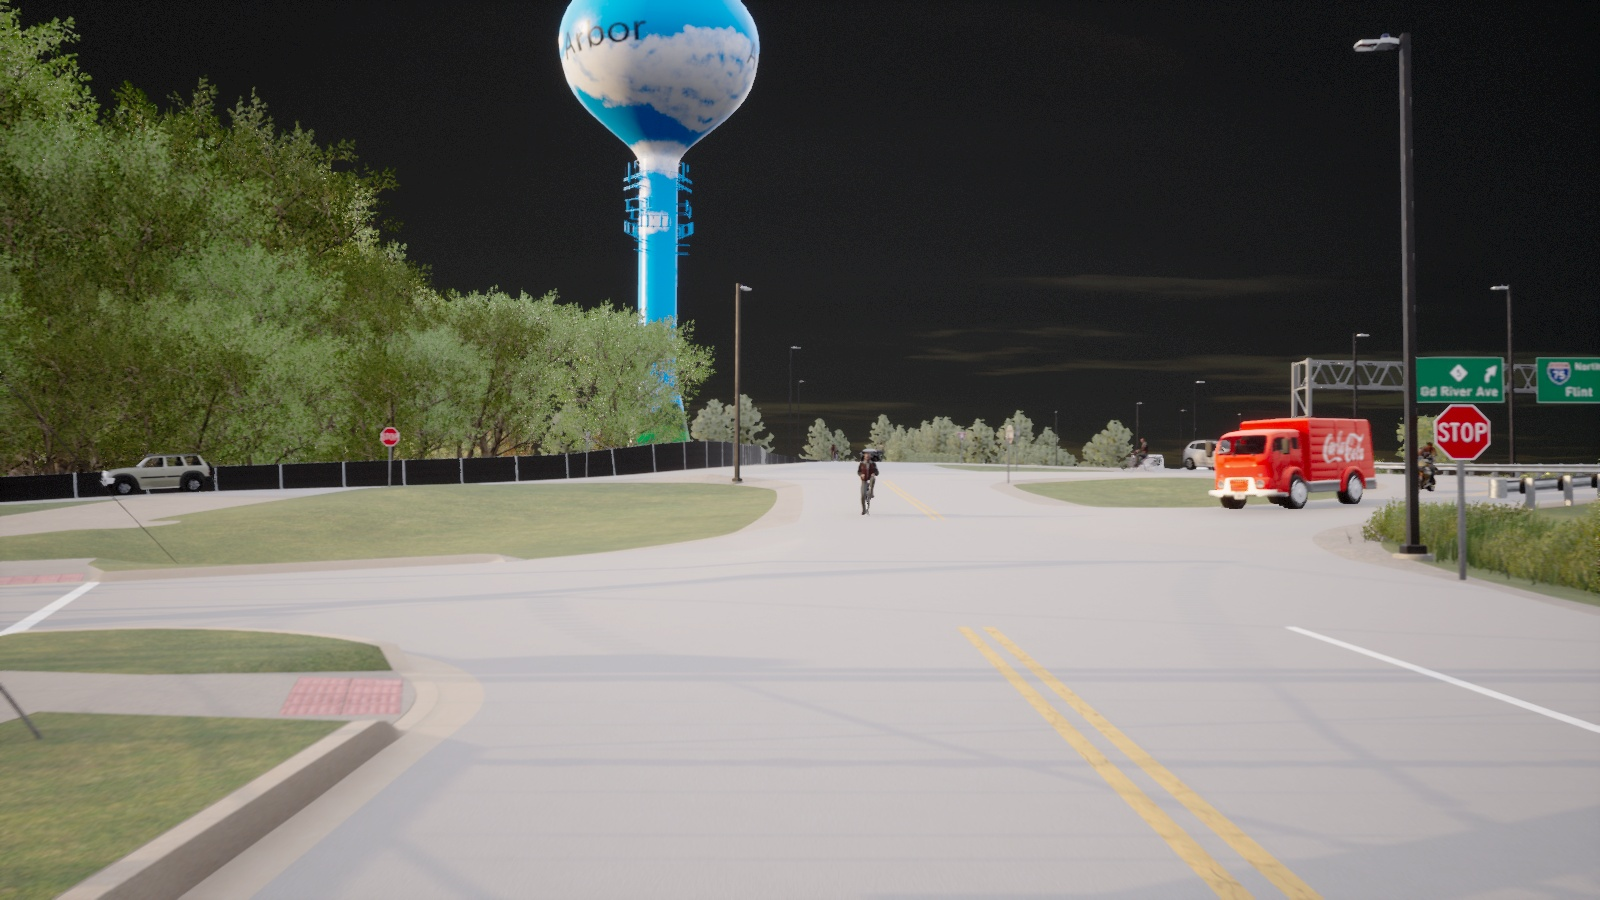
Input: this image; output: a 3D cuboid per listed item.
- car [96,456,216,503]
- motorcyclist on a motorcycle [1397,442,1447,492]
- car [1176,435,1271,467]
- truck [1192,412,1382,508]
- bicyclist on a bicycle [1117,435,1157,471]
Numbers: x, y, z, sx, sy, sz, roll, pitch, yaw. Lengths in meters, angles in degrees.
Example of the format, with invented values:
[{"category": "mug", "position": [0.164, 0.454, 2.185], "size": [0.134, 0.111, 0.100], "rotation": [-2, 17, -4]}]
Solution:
[{"category": "car", "position": [-29.510, 1.337, 57.597], "size": [4.605, 1.855, 1.932], "rotation": [-3, 0, -36]}, {"category": "motorcyclist on a motorcycle", "position": [20.429, 0.538, 41.239], "size": [0.866, 1.530, 2.191], "rotation": [-3, 0, 42]}, {"category": "car", "position": [22.785, 0.040, 67.727], "size": [2.242, 1.667, 4.611], "rotation": [0, 0, -26]}, {"category": "truck", "position": [13.756, 0.266, 35.354], "size": [5.204, 2.467, 2.627], "rotation": [-1, -2, -39]}, {"category": "bicyclist on a bicycle", "position": [17.144, 0.151, 63.873], "size": [1.843, 1.776, 0.659], "rotation": [0, 1, 3]}]
